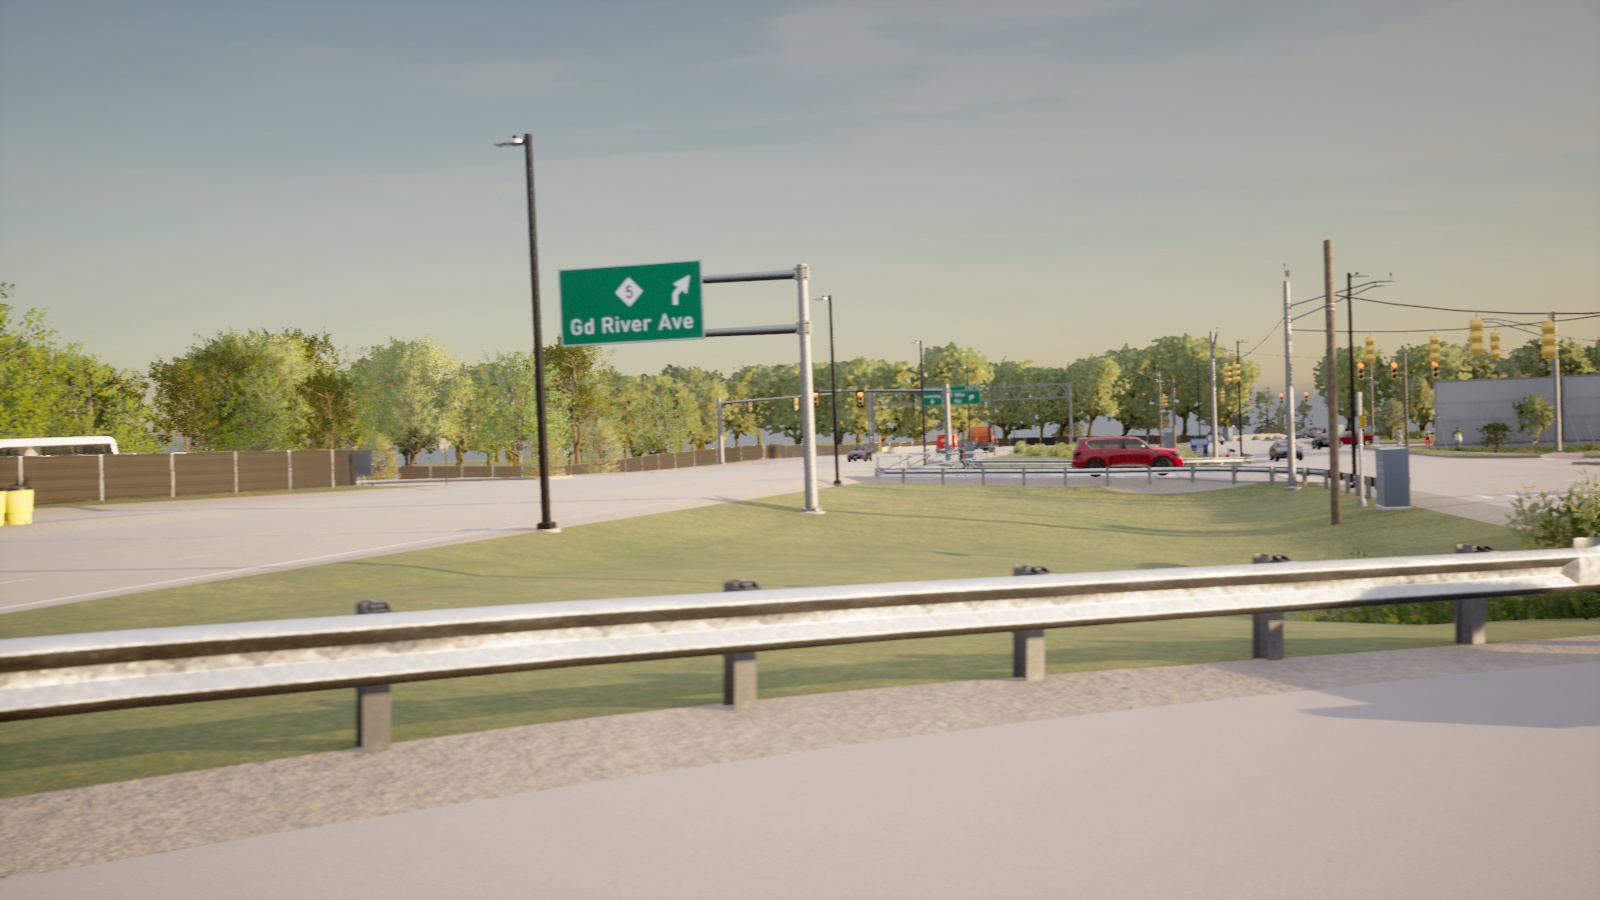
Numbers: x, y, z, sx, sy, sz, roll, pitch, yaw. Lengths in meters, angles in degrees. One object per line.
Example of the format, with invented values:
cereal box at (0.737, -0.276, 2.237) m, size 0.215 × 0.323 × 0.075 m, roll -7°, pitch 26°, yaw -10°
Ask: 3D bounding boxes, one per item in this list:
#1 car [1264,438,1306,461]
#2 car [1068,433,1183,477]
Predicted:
car at (34.210, -0.075, 88.675) m, size 2.033 × 1.411 × 5.357 m, roll -2°, pitch 1°, yaw 14°
car at (16.649, 0.236, 64.380) m, size 5.566 × 2.045 × 2.150 m, roll -2°, pitch 0°, yaw 15°
